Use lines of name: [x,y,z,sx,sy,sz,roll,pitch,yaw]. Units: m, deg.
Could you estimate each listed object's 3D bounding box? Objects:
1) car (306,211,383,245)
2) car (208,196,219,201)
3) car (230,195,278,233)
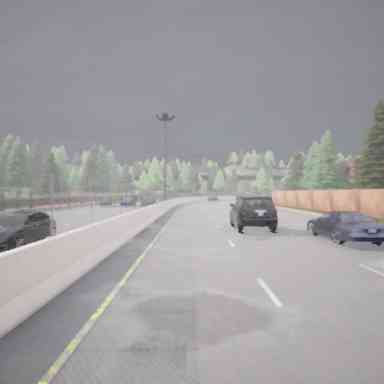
car: [7.090,1.578,15.593,2.033,1.411,5.357,0,0,0]
car: [5.664,1.694,89.228,1.812,1.442,4.674,0,0,22]
car: [3.590,1.260,20.079,2.150,2.045,5.566,0,0,0]
